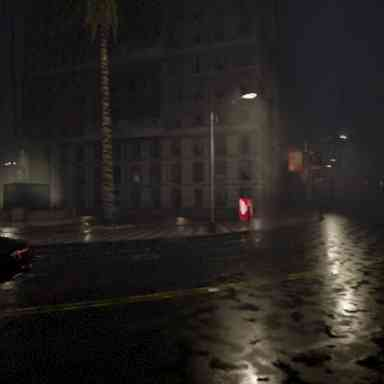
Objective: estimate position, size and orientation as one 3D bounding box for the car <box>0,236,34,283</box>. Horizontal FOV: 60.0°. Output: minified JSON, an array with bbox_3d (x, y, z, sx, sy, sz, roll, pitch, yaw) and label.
[{"bbox_3d":[-6.515,1.697,8.015,4.902,1.511,2.128,0,-1,-15],"label":"car"}]
